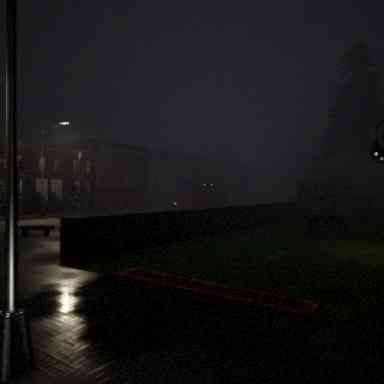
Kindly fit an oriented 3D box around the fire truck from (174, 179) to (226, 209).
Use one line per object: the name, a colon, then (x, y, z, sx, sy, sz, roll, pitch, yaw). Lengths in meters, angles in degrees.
fire truck: (1.223, 0.287, 43.854, 2.891, 3.827, 8.468, 0, 0, 36)
